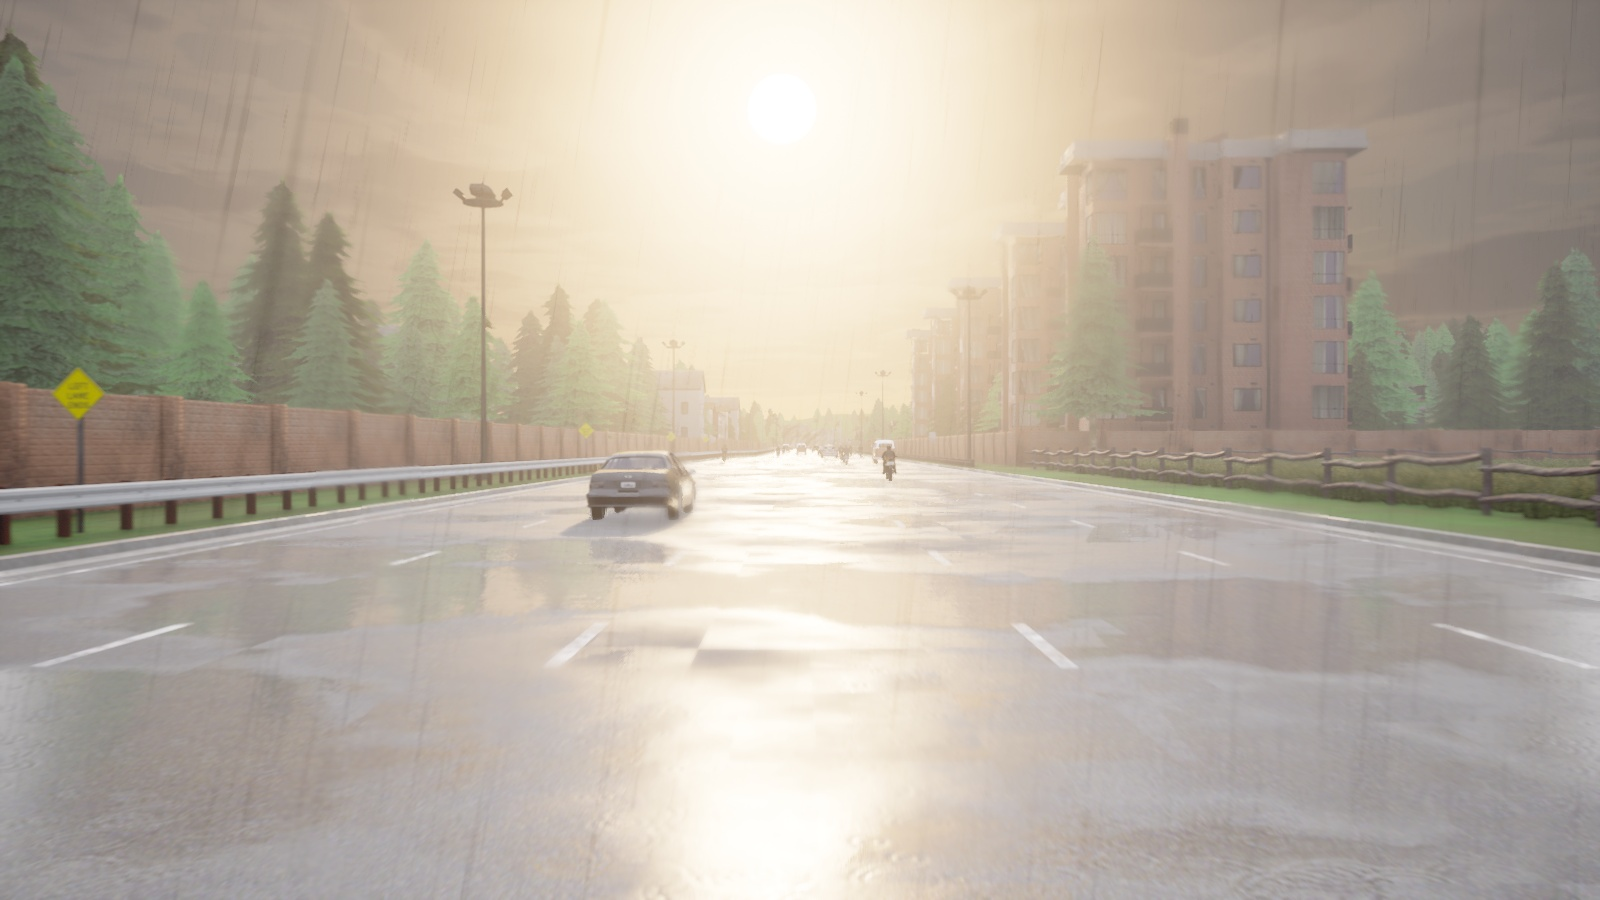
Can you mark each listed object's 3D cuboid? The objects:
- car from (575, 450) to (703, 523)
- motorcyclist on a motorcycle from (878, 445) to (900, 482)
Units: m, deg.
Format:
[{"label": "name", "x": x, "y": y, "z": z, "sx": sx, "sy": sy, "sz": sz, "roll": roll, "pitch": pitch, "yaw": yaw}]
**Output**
[{"label": "car", "x": -3.330, "y": 0.710, "z": 27.037, "sx": 2.033, "sy": 1.411, "sz": 5.357, "roll": 0, "pitch": 0, "yaw": 0}, {"label": "motorcyclist on a motorcycle", "x": 3.779, "y": 0.571, "z": 53.246, "sx": 0.797, "sy": 1.523, "sz": 2.044, "roll": 0, "pitch": 0, "yaw": 0}]
